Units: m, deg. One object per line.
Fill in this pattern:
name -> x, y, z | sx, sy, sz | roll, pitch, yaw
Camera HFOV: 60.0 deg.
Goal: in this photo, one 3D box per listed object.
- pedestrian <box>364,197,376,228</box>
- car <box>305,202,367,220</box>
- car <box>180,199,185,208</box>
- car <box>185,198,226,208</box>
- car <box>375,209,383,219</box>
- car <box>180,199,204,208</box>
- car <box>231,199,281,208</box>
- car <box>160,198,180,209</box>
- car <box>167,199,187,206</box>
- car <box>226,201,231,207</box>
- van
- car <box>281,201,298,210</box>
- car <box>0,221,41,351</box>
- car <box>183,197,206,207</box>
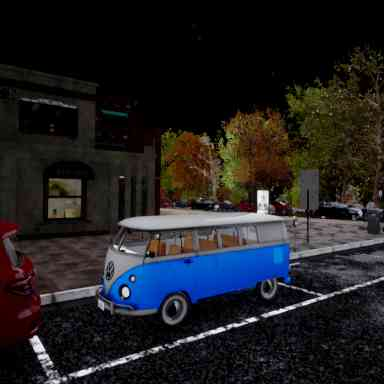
pedestrian -> 10.095, 1.151, 18.738 | 0.375, 1.860, 0.375 | 1, 0, -35
car -> 11.979, 1.583, 28.300 | 2.128, 1.511, 4.902 | 1, -1, -34
car -> -1.628, 1.981, 54.270 | 2.033, 1.411, 5.357 | 1, -1, -34
car -> 1.702, 1.770, 43.501 | 2.128, 1.511, 4.902 | 1, -1, -34
car -> 14.817, 1.734, 29.924 | 1.895, 1.301, 4.718 | 1, -1, -34
car -> -0.011, 2.024, 57.826 | 1.812, 1.442, 4.674 | 1, -1, -34
car -> 6.833, 1.538, 35.922 | 2.097, 1.767, 4.553 | 1, -1, -34
car -> -4.351, 1.742, 52.500 | 2.097, 1.767, 4.553 | 1, -1, -34
car -> -3.095, 2.172, 68.122 | 1.812, 1.442, 4.674 | 1, -1, -34
car -> 4.286, 1.872, 45.475 | 2.033, 1.411, 5.357 | 1, -1, -34
van -> 0.214, 1.342, 6.709 | 3.998, 1.788, 1.690 | 0, 1, -35
car -> 9.734, 1.751, 37.428 | 1.812, 1.442, 4.674 | 1, -1, -34
car -> -4.293, 1.315, 3.483 | 5.009, 1.841, 2.192 | 0, 1, -35
car -> 0.423, 1.935, 63.006 | 2.097, 1.767, 4.553 | 1, -1, -34
